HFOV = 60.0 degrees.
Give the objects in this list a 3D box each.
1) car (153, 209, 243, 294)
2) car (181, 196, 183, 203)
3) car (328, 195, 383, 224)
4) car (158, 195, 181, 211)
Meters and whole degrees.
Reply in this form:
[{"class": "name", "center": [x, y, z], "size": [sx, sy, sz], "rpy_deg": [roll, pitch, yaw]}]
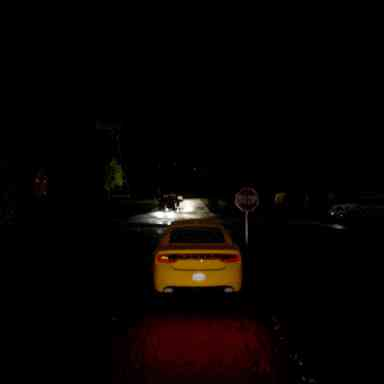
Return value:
[{"class": "car", "center": [0.085, 1.440, 8.744], "size": [1.882, 1.535, 5.008], "rpy_deg": [0, 0, -1]}, {"class": "car", "center": [-2.726, 1.313, 48.155], "size": [1.812, 1.442, 4.674], "rpy_deg": [0, 0, 0]}, {"class": "car", "center": [13.156, 1.270, 24.717], "size": [5.566, 2.045, 2.150], "rpy_deg": [1, 0, -2]}, {"class": "car", "center": [-2.781, 1.324, 38.263], "size": [2.128, 1.511, 4.902], "rpy_deg": [0, 0, 1]}]
